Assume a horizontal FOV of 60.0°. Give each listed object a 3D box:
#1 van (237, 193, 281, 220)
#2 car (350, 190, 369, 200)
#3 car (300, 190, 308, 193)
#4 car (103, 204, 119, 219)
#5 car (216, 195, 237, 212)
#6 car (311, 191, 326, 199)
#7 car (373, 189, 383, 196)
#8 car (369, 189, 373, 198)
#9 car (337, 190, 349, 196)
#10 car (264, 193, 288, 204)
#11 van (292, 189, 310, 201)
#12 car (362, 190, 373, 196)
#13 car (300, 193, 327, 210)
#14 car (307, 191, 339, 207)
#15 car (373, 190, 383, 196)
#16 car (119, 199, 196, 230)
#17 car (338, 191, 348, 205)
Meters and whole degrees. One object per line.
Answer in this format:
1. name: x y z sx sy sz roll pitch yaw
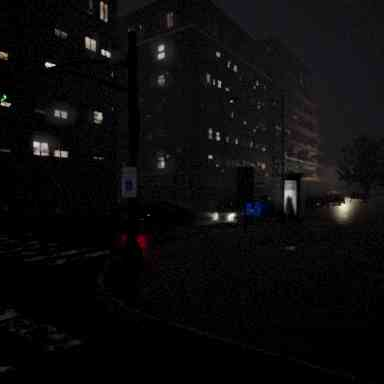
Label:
1. van: 5.140 0.972 24.086 1.690 1.788 3.998 1 2 35
2. car: 28.086 0.527 56.319 1.967 1.590 4.097 1 2 35
3. car: 15.915 0.739 48.409 1.882 1.535 5.008 0 1 35
4. car: -4.388 1.216 24.296 1.887 1.381 4.507 1 2 35
5. car: 4.178 1.004 32.090 1.882 1.535 5.008 0 1 35
6. car: 25.083 0.554 65.692 1.802 1.307 4.206 1 2 35
7. car: 41.198 0.319 74.739 1.887 1.381 4.507 1 2 35
8. car: 31.364 0.553 60.926 1.887 1.381 4.507 1 2 35
9. car: 38.182 0.211 84.089 2.008 1.369 4.403 1 2 35
10. car: 11.985 0.866 47.294 1.802 1.307 4.206 1 2 35
11. van: 18.535 0.469 56.488 1.690 1.788 3.998 1 2 35
12. car: 43.577 0.169 82.519 1.994 1.385 4.181 0 1 35
13. car: 11.695 1.041 33.300 1.947 1.339 4.313 1 2 35
14. car: 14.973 0.942 37.904 1.887 1.381 4.507 1 2 35
15. car: 44.476 0.278 79.343 1.802 1.307 4.206 1 2 35
16. car: -1.656 1.258 18.987 1.812 1.442 4.674 0 1 35
17. car: 18.251 0.886 42.509 1.947 1.339 4.313 1 2 35
